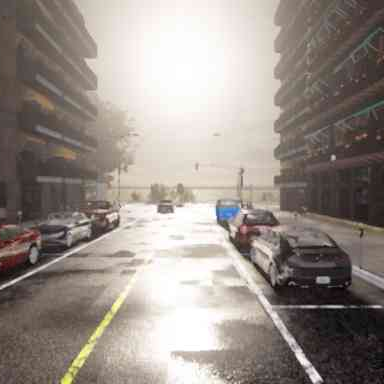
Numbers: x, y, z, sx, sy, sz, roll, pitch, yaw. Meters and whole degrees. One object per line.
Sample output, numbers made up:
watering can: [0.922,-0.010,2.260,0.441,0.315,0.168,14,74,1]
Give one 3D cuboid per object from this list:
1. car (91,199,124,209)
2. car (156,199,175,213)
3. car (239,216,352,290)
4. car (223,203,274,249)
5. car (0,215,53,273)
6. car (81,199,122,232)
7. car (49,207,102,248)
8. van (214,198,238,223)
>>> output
car: [-12.277,1.743,48.495,4.181,1.385,1.994,0,1,0]
car: [-3.017,1.578,38.746,1.837,1.490,4.892,0,-1,0]
car: [2.677,1.571,8.987,2.008,1.369,4.403,-1,0,0]
car: [2.674,1.471,14.653,1.967,1.590,4.097,-1,0,0]
car: [-5.703,1.564,8.936,1.887,1.381,4.507,-1,0,0]
car: [-5.709,1.356,20.266,2.192,1.841,5.009,-1,0,0]
car: [-5.704,1.581,14.601,2.008,1.369,4.403,-1,0,0]
van: [2.671,1.392,25.981,1.690,1.788,3.998,-1,0,0]
